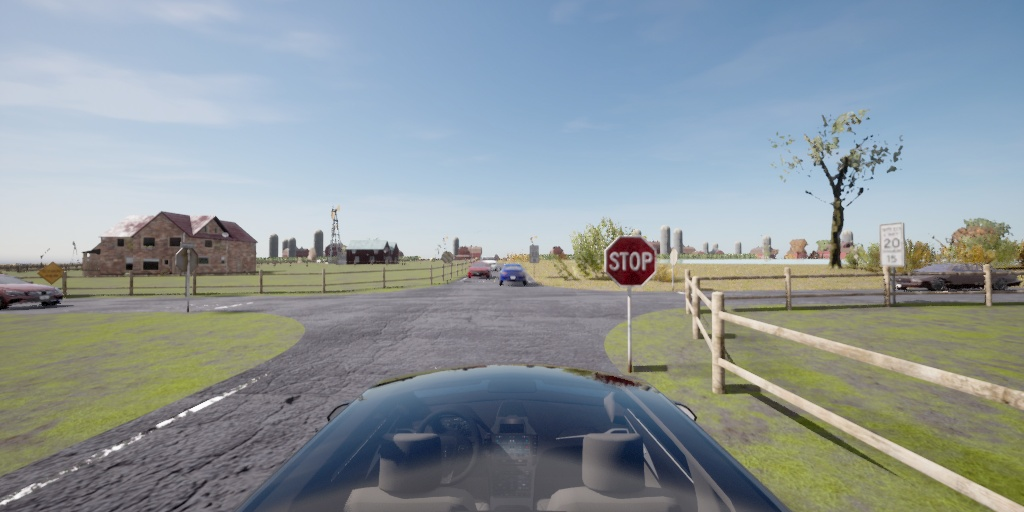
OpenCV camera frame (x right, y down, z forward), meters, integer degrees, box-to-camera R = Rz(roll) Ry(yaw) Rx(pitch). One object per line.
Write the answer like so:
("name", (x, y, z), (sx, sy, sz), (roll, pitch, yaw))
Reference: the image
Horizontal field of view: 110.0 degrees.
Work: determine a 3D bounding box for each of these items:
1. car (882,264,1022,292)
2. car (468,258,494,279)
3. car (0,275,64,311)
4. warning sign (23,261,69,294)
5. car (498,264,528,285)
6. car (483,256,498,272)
("car", (22.301, 1.097, 18.283), (5.357, 1.411, 2.033), (-1, -1, -1))
("car", (-2.902, 1.257, 32.818), (1.882, 1.535, 5.008), (0, 0, 0))
("car", (-21.669, 1.481, 14.819), (4.674, 1.442, 1.812), (-1, -1, -1))
("warning sign", (-25.813, 1.235, 20.057), (1.060, 1.860, 1.300), (0, 0, -1))
("car", (0.073, 1.296, 26.349), (1.812, 1.442, 4.674), (0, 0, 0))
("car", (-3.076, 1.025, 48.103), (2.150, 2.045, 5.566), (0, 0, -2))
